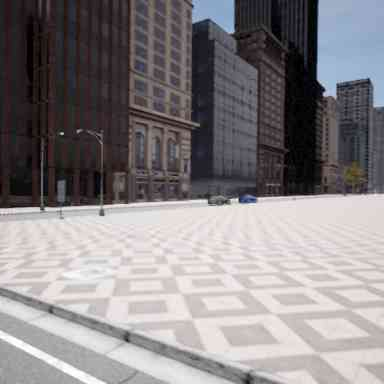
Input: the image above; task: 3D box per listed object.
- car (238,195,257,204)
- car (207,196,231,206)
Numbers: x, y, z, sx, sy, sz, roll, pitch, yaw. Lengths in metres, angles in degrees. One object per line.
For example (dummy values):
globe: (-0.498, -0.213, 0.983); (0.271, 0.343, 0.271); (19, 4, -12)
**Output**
car: (9.991, 1.285, 59.312); (1.882, 1.535, 5.008); (1, 1, 35)
car: (4.216, 1.342, 51.063); (2.128, 1.511, 4.902); (1, 1, 36)
